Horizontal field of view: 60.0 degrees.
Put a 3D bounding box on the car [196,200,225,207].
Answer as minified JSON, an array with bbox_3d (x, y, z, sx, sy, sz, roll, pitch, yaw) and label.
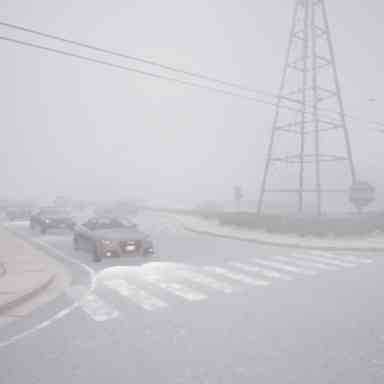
[{"bbox_3d":[2.279,1.751,40.864,3.905,1.438,1.784,1,0,-36],"label":"car"}]

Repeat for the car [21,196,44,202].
[{"bbox_3d":[-21.381,1.638,43.690,1.994,1.385,4.181,1,0,-37],"label":"car"}]

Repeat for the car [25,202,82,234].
[{"bbox_3d":[-8.402,1.569,19.957,1.812,1.442,4.674,1,0,-36],"label":"car"}]

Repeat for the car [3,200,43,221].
[{"bbox_3d":[-14.122,1.607,27.683,1.994,1.385,4.181,1,0,-35],"label":"car"}]

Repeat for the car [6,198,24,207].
[{"bbox_3d":[-28.267,1.638,52.991,1.994,1.385,4.181,1,0,-37],"label":"car"}]

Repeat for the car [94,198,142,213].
[{"bbox_3d":[-7.401,1.621,32.308,4.193,1.474,1.816,1,0,-36],"label":"car"}]

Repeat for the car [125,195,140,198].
[{"bbox_3d":[-11.133,1.539,58.905,4.605,1.855,1.932,1,0,-36],"label":"car"}]

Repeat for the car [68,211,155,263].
[{"bbox_3d":[-3.001,1.606,12.301,1.994,1.385,4.181,1,0,-32],"label":"car"}]

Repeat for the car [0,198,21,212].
[{"bbox_3d":[-20.306,1.520,36.057,1.882,1.535,5.008,1,0,-36],"label":"car"}]

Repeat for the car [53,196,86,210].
[{"bbox_3d":[-15.817,1.423,42.857,3.866,1.878,1.905,1,0,-36],"label":"car"}]
